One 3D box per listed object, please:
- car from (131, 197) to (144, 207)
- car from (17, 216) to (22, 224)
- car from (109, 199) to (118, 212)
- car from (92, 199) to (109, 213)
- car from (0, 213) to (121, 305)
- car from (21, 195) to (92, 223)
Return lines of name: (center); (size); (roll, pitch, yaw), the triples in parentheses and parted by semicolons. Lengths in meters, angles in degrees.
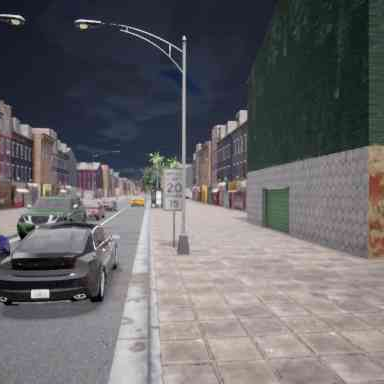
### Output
car: (-8.438, 1.452, 51.770); (1.882, 1.535, 5.008); (0, 0, -8)
car: (-5.693, 1.502, 7.391); (1.812, 1.442, 4.674); (0, 0, -7)
car: (-9.537, 1.525, 37.647); (1.994, 1.385, 4.181); (0, 0, -7)
car: (-8.221, 1.490, 27.070); (1.812, 1.442, 4.674); (0, 0, -7)
car: (-2.906, 1.491, 8.089); (1.837, 1.490, 4.892); (0, 0, -7)
car: (-6.936, 1.191, 17.135); (2.150, 2.045, 5.566); (0, 0, -7)
